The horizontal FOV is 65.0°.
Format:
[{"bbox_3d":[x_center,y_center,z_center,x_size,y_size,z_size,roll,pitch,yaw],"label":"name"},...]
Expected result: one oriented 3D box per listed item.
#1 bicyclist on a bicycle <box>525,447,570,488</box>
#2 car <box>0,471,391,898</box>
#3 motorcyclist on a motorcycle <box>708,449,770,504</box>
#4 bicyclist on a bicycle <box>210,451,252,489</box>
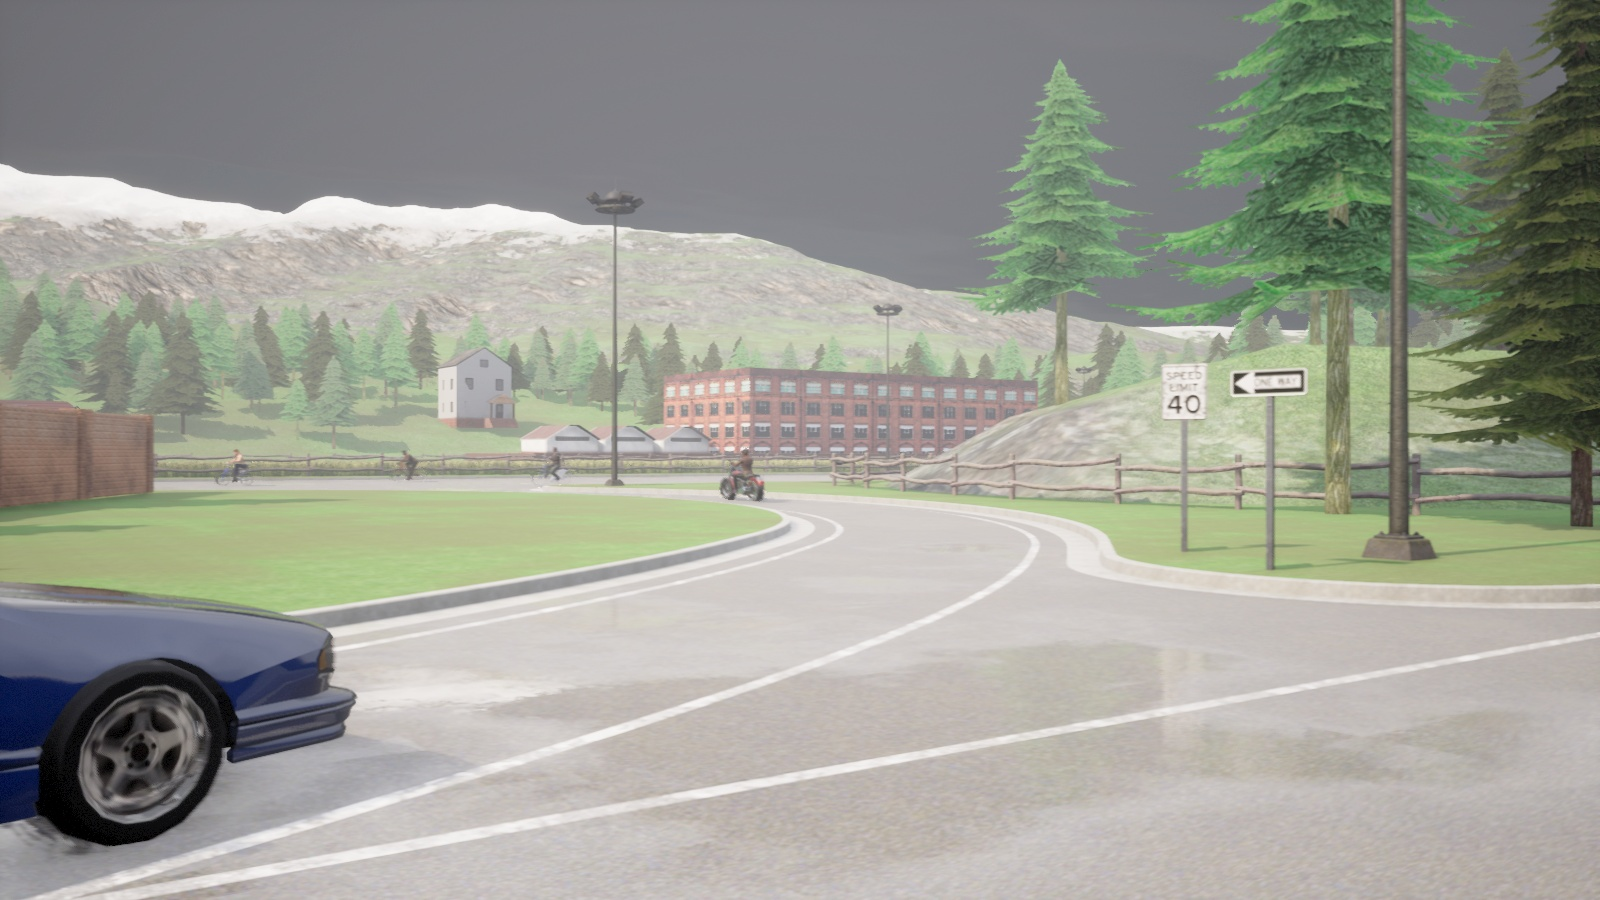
[{"bbox_3d":[-11.092,0.774,55.179,1.843,1.776,0.659,0,0,-35],"label":"bicyclist on a bicycle"},{"bbox_3d":[-4.171,0.810,3.929,2.033,1.411,5.357,0,0,35],"label":"car"},{"bbox_3d":[-1.900,0.794,38.773,0.766,1.649,2.350,-1,0,-34],"label":"motorcyclist on a motorcycle"},{"bbox_3d":[-24.622,0.867,54.321,1.509,1.612,0.866,0,0,-34],"label":"bicyclist on a bicycle"}]
